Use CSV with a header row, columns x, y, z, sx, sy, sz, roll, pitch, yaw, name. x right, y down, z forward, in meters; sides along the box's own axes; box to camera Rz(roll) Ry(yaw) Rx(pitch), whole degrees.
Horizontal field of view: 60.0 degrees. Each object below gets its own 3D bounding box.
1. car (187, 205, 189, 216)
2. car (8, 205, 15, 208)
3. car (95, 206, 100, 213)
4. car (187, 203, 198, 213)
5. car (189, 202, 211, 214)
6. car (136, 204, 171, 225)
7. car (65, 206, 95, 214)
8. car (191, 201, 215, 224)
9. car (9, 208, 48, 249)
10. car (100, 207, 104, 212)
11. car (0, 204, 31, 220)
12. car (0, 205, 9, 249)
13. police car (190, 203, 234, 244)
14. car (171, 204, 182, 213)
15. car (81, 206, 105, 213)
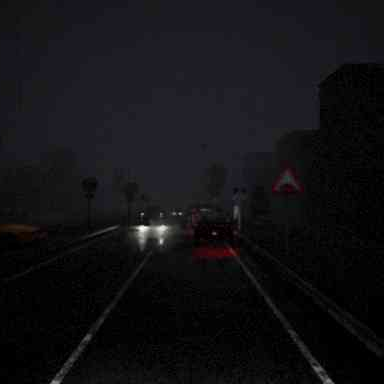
x,y,z,sx,sy,sz,roll,pitch,yaw,name
0.114,3.053,53.690,2.128,1.511,4.902,0,-2,0,car
-21.885,2.377,36.266,4.674,1.452,2.002,0,-2,0,car
-21.788,3.518,67.027,4.892,1.521,2.231,0,-2,0,car
0.168,3.309,68.736,2.150,2.045,5.566,0,-2,0,car
1.001,1.895,27.130,2.097,1.767,4.553,0,-2,0,car
-3.314,1.980,29.477,2.097,1.767,4.553,0,-2,0,car
-21.804,3.431,63.752,4.674,1.452,2.002,0,-2,0,car
1.017,1.998,33.195,2.150,2.045,5.566,0,-2,0,car
-9.367,1.664,14.891,5.366,1.575,1.946,0,-1,0,car
-21.785,3.643,70.298,5.008,1.535,2.097,0,-2,0,car
-21.944,2.331,39.440,4.553,1.767,2.185,0,-2,0,car
-9.570,1.479,11.975,4.553,1.767,2.185,0,-1,0,car
1.005,1.651,17.250,1.930,1.638,5.238,1,-1,0,police car
-3.076,3.736,70.357,1.994,1.385,4.181,0,-2,0,car
-21.763,3.804,73.442,4.674,1.452,2.002,0,-2,0,car
